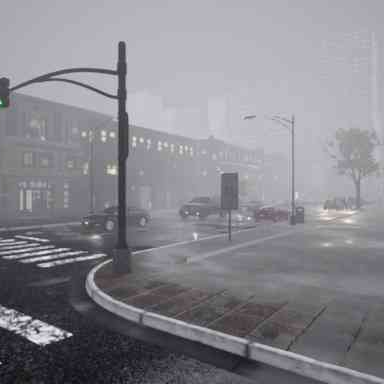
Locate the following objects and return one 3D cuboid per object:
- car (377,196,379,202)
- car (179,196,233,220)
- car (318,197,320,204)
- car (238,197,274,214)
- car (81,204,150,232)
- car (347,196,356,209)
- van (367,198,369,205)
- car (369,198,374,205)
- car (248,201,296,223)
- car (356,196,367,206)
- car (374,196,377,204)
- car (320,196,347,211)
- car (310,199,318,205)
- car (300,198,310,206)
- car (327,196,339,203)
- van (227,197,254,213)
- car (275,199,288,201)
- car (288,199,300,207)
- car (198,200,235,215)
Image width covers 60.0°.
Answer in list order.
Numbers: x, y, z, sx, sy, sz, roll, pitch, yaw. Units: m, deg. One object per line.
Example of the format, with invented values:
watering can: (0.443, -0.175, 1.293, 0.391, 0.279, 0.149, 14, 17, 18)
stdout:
car: (41.534, 2.036, 76.743, 1.802, 1.307, 4.206, 0, -1, 35)
car: (1.158, 1.339, 29.490, 2.150, 2.045, 5.566, 0, 0, 35)
car: (28.317, 1.826, 72.537, 1.967, 1.590, 4.097, 0, -1, 35)
car: (7.072, 1.658, 37.861, 2.128, 1.511, 4.902, 0, 0, 35)
car: (-4.732, 1.577, 21.173, 1.837, 1.490, 4.892, 0, 0, 34)
car: (22.435, 1.580, 49.643, 2.192, 1.841, 5.009, 0, -1, 35)
van: (31.985, 1.698, 63.194, 1.690, 1.788, 3.998, 0, -1, 35)
car: (35.168, 1.970, 67.709, 1.802, 1.307, 4.206, 0, -1, 35)
car: (6.564, 1.669, 27.027, 1.887, 1.381, 4.507, 0, 0, 35)
car: (28.802, 1.641, 58.678, 2.192, 1.841, 5.009, 0, -1, 35)
car: (38.449, 1.947, 72.366, 1.752, 1.417, 4.829, 0, -1, 35)
car: (19.252, 1.675, 45.125, 1.967, 1.590, 4.097, 0, -1, 35)
car: (21.951, 1.875, 63.503, 2.008, 1.369, 4.403, 0, -1, 35)
car: (18.768, 1.844, 58.985, 2.008, 1.369, 4.403, 0, -1, 35)
car: (34.683, 1.892, 81.571, 1.967, 1.590, 4.097, 0, -1, 35)
van: (6.035, 1.517, 40.918, 1.690, 1.788, 3.998, 0, 0, 35)
car: (12.304, 1.757, 49.812, 1.752, 1.417, 4.829, 0, 0, 35)
car: (15.585, 1.814, 54.468, 2.008, 1.369, 4.403, 0, -1, 35)
car: (2.755, 1.673, 36.261, 1.752, 1.417, 4.829, 0, 0, 35)
